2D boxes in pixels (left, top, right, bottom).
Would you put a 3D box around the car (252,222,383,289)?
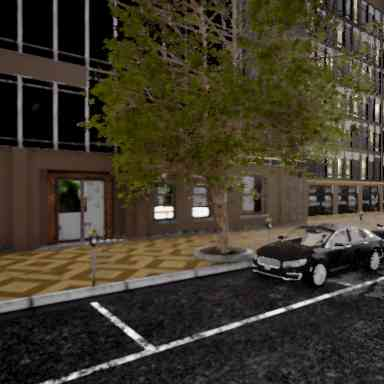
[{"bbox_3d":[3.562,1.549,9.104,4.403,1.369,2.008,0,0,-36],"label":"car"}]
